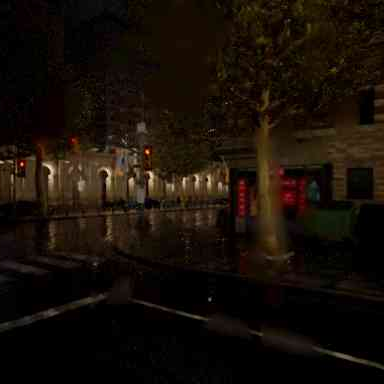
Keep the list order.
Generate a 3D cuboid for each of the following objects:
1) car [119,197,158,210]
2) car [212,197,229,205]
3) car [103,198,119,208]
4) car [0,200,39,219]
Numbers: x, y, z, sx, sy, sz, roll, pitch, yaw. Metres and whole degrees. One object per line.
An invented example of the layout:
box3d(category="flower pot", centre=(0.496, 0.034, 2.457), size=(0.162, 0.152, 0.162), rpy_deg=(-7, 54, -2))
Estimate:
box3d(category="car", centre=(-6.435, 1.445, 42.266), size=(1.882, 1.535, 5.008), rpy_deg=(0, 0, 36))
box3d(category="car", centre=(5.203, 1.532, 58.333), size=(1.994, 1.385, 4.181), rpy_deg=(0, 0, 36))
box3d(category="car", centre=(-10.449, 1.554, 48.072), size=(1.895, 1.301, 4.718), rpy_deg=(0, 0, 36))
box3d(category="car", centre=(-15.759, 1.473, 29.339), size=(1.837, 1.490, 4.892), rpy_deg=(0, 0, 36))
